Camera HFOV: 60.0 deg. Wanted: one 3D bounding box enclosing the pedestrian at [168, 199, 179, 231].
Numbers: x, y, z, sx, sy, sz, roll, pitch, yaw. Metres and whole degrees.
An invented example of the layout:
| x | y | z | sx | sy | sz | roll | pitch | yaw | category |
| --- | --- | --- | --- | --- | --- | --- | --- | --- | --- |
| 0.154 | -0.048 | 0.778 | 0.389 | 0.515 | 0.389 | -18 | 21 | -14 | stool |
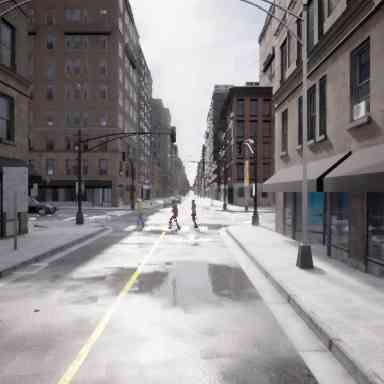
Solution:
| x | y | z | sx | sy | sz | roll | pitch | yaw | category |
| --- | --- | --- | --- | --- | --- | --- | --- | --- | --- |
| -1.048 | 1.288 | 18.879 | 0.375 | 1.860 | 0.375 | 0 | 0 | 0 | pedestrian |

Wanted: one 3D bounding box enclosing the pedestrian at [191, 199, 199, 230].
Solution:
| x | y | z | sx | sy | sz | roll | pitch | yaw | category |
| --- | --- | --- | --- | --- | --- | --- | --- | --- | --- |
| 0.147 | 1.288 | 19.485 | 0.375 | 1.860 | 0.375 | 0 | 0 | 0 | pedestrian |

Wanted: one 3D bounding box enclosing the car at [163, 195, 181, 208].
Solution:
| x | y | z | sx | sy | sz | roll | pitch | yaw | category |
| --- | --- | --- | --- | --- | --- | --- | --- | --- | --- |
| -3.184 | 1.524 | 48.997 | 2.033 | 1.411 | 5.357 | 0 | 0 | 0 | car |

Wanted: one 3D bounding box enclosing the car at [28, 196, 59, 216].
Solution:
| x | y | z | sx | sy | sz | roll | pitch | yaw | category |
| --- | --- | --- | --- | --- | --- | --- | --- | --- | --- |
| -14.035 | 1.146 | 29.022 | 4.553 | 1.767 | 2.097 | 1 | 0 | -1 | car |

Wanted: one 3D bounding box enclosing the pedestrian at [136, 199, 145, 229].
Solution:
| x | y | z | sx | sy | sz | roll | pitch | yaw | category |
| --- | --- | --- | --- | --- | --- | --- | --- | --- | --- |
| -3.128 | 1.283 | 20.076 | 0.375 | 1.860 | 0.375 | 0 | 0 | 0 | pedestrian |

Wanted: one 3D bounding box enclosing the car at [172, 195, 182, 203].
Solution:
| x | y | z | sx | sy | sz | roll | pitch | yaw | category |
| --- | --- | --- | --- | --- | --- | --- | --- | --- | --- |
| -3.083 | 1.463 | 69.404 | 1.837 | 1.490 | 4.892 | 0 | 0 | 0 | car |
